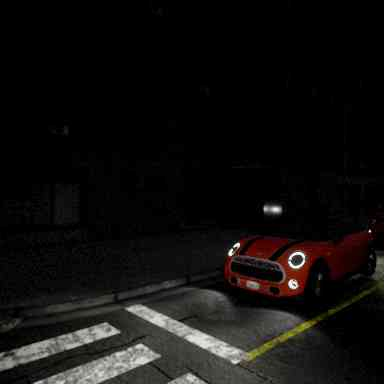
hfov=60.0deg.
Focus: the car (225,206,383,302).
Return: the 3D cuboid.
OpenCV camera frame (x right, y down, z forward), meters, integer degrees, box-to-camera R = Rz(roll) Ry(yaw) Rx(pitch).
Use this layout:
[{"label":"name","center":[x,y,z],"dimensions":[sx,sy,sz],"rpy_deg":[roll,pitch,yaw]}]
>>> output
[{"label":"car","center":[2.879,1.334,8.422],"dimensions":[4.553,1.767,2.097],"rpy_deg":[0,0,-44]}]
